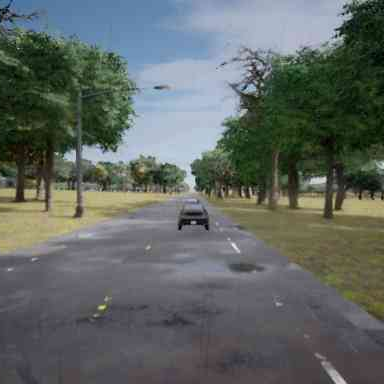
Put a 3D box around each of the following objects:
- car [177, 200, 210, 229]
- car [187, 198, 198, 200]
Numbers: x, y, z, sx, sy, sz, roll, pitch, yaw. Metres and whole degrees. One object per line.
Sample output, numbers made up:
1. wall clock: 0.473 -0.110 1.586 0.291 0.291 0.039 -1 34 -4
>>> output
1. car: 0.090 1.477 21.231 1.837 1.490 4.892 0 0 0
2. car: 0.071 1.451 41.411 1.812 1.442 4.674 0 0 0
